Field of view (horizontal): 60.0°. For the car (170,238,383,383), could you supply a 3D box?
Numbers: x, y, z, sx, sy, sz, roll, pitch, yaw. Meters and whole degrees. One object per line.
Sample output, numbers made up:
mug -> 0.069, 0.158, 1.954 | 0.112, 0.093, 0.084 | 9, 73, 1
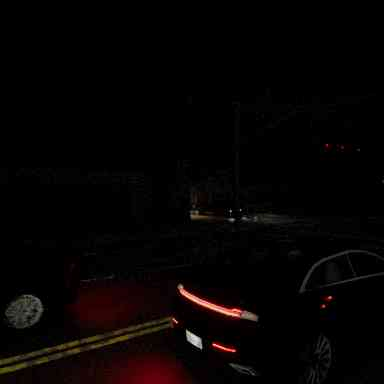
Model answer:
car -> 1.998, 1.492, 5.255 | 4.902, 1.511, 2.128 | 0, 0, -35

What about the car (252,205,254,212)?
car -> 4.295, 1.478, 34.845 | 1.882, 1.535, 5.008 | 0, 0, -37

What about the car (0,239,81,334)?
car -> -4.368, 1.477, 5.190 | 5.008, 1.535, 1.882 | 0, 0, -36

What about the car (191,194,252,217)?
car -> 2.578, 1.221, 31.302 | 2.150, 2.045, 5.566 | 0, 0, -36

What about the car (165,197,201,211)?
car -> -1.243, 1.491, 42.265 | 2.128, 1.511, 4.902 | 0, 0, -37
